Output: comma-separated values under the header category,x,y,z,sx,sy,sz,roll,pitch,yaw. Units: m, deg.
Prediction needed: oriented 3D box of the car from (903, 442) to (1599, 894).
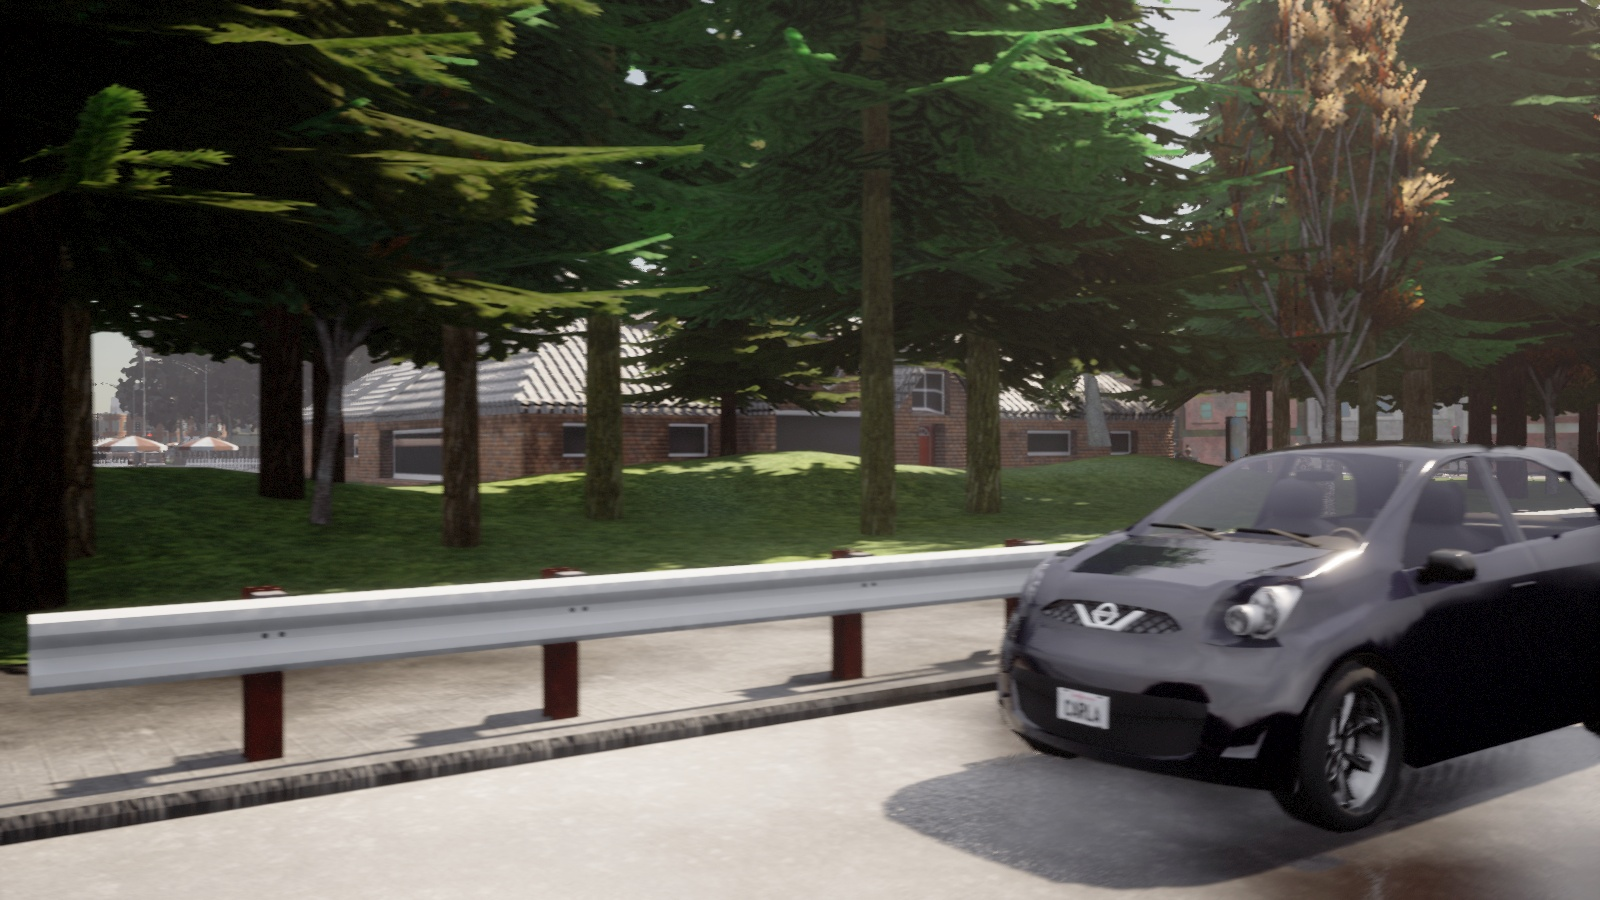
category,x,y,z,sx,sy,sz,roll,pitch,yaw
car,2.492,0.726,6.007,3.633,1.501,1.845,-1,0,-35

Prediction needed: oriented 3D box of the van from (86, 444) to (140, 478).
category,x,y,z,sx,sy,sz,roll,pitch,yaw
van,-43.750,0.680,79.883,2.069,2.038,4.480,-1,1,-41
